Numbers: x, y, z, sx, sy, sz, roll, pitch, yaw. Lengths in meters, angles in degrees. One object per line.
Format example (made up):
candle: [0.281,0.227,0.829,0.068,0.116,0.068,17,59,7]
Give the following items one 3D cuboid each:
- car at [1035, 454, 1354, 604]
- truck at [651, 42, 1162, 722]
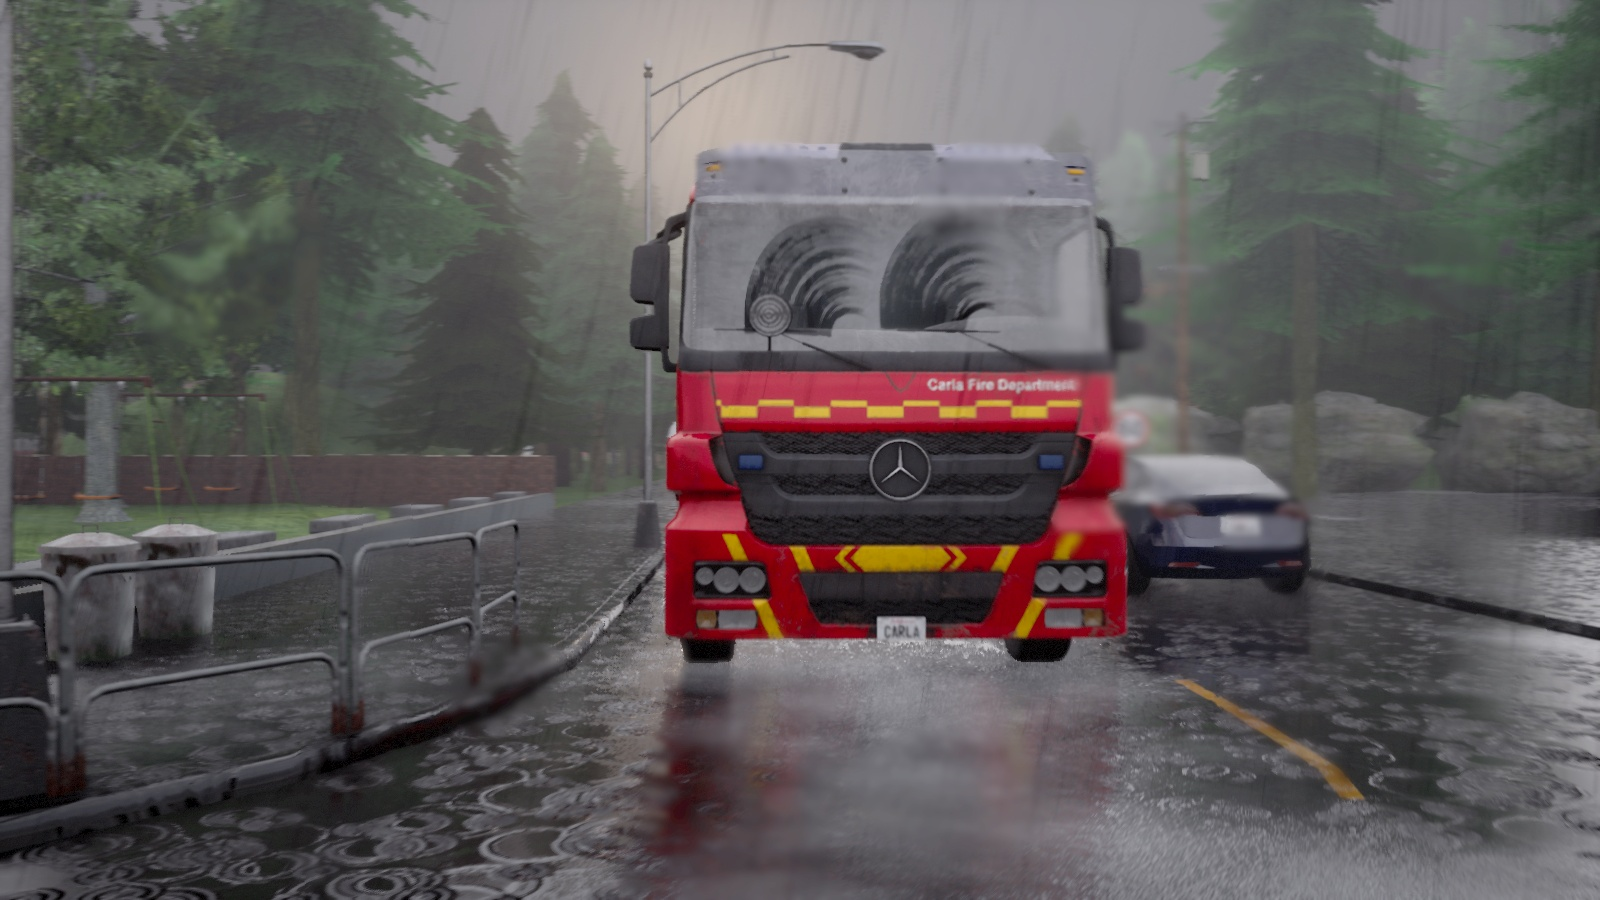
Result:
car: [4.390,0.797,14.926,2.163,1.488,4.792,0,0,-2]
truck: [0.477,-0.369,11.345,2.891,3.827,8.468,0,0,-2]
